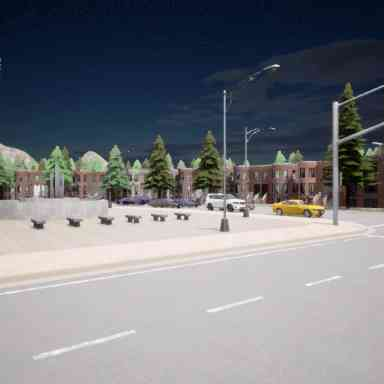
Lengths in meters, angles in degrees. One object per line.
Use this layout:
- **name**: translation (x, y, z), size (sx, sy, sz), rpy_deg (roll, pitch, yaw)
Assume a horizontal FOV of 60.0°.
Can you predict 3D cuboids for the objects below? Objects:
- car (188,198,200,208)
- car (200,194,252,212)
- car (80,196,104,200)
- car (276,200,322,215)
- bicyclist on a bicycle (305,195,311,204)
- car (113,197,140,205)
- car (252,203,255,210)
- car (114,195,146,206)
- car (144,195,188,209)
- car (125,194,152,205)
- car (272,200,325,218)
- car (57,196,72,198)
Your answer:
- **car**: translation (-1.200, 1.547, 48.426), size (5.357, 1.411, 2.033), rpy_deg (0, 0, 37)
- **car**: translation (3.873, 1.221, 38.662), size (2.150, 2.045, 5.566), rpy_deg (0, 0, -39)
- **car**: translation (-19.465, 1.491, 63.871), size (4.902, 1.511, 2.128), rpy_deg (0, 0, 7)
- **car**: translation (11.115, 1.564, 34.865), size (1.994, 1.385, 4.181), rpy_deg (0, 0, -37)
- **bicyclist on a bicycle**: translation (16.230, 1.303, 46.629), size (1.656, 1.620, 0.582), rpy_deg (0, 0, -37)
- **car**: translation (-11.400, 1.564, 58.033), size (4.181, 1.385, 1.994), rpy_deg (0, 0, 20)
- **car**: translation (5.733, 1.526, 41.755), size (1.812, 1.442, 4.674), rpy_deg (0, 0, -41)
- **car**: translation (-9.769, 1.601, 53.511), size (4.718, 1.301, 1.895), rpy_deg (0, 0, 24)
- **car**: translation (-3.618, 1.547, 45.888), size (5.357, 1.411, 2.033), rpy_deg (0, 0, 36)
- **car**: translation (-9.853, 1.352, 61.166), size (4.553, 1.767, 2.097), rpy_deg (0, 0, 21)
- **car**: translation (9.796, 1.478, 30.793), size (1.882, 1.535, 5.008), rpy_deg (0, 0, -37)
- **car**: translation (-23.756, 1.505, 60.729), size (4.892, 1.490, 1.837), rpy_deg (0, 0, 5)
